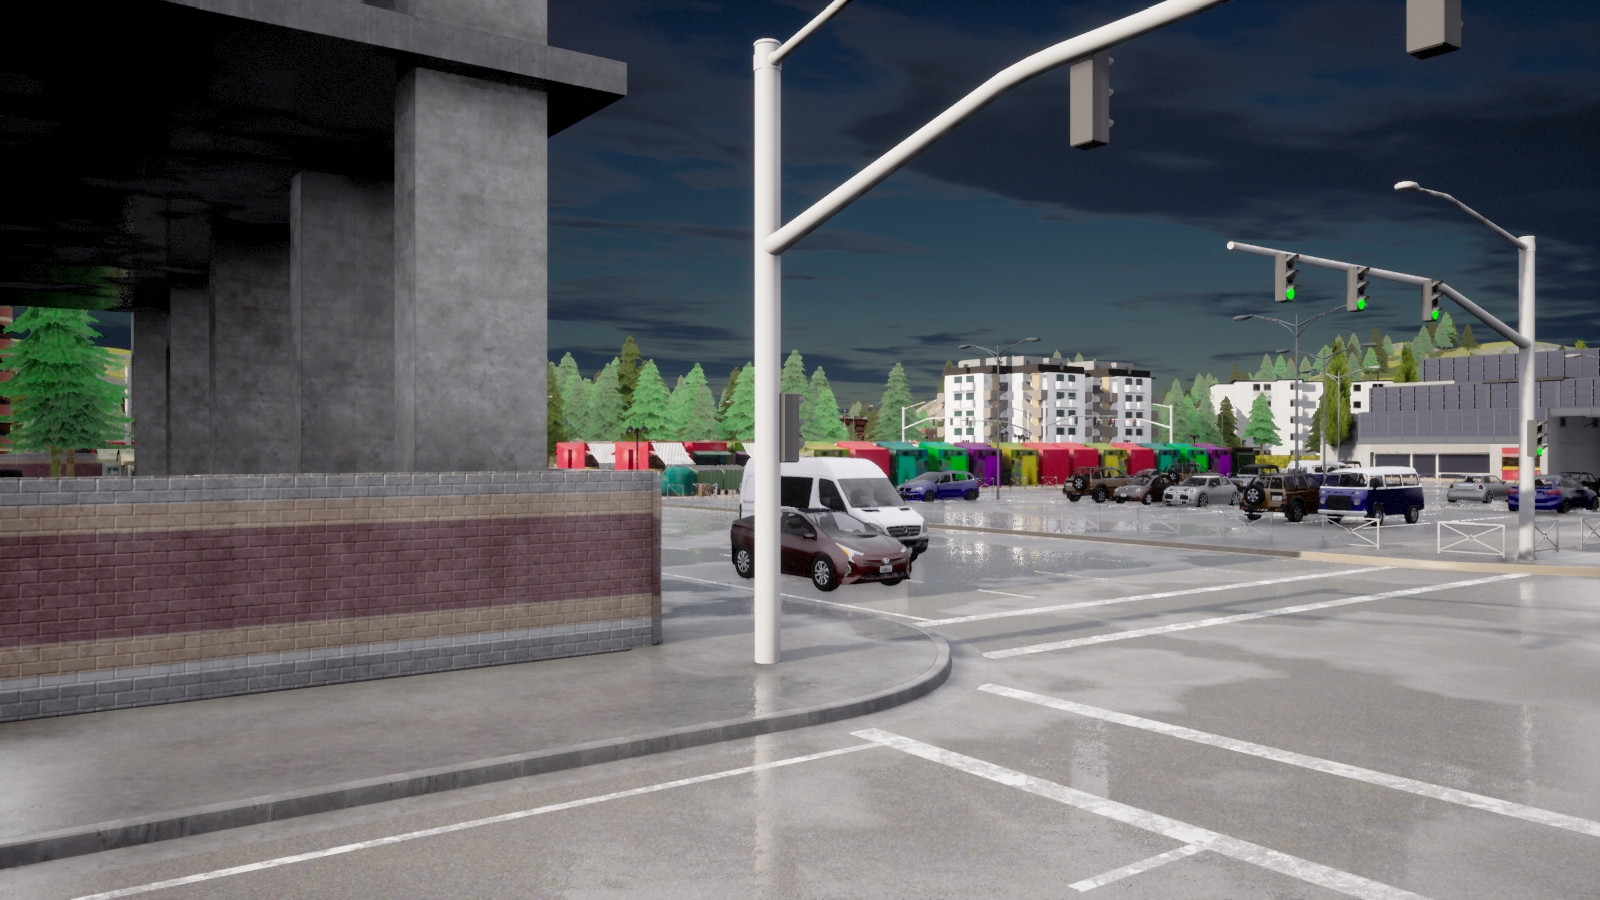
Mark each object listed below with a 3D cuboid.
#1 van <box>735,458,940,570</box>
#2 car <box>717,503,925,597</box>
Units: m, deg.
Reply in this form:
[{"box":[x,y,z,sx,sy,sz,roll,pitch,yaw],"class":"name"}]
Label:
[{"box":[0.781,1.480,29.065,1.988,2.561,5.915,0,0,-36],"class":"van"},{"box":[0.324,1.984,23.786,2.007,1.525,4.514,0,0,-36],"class":"car"}]
